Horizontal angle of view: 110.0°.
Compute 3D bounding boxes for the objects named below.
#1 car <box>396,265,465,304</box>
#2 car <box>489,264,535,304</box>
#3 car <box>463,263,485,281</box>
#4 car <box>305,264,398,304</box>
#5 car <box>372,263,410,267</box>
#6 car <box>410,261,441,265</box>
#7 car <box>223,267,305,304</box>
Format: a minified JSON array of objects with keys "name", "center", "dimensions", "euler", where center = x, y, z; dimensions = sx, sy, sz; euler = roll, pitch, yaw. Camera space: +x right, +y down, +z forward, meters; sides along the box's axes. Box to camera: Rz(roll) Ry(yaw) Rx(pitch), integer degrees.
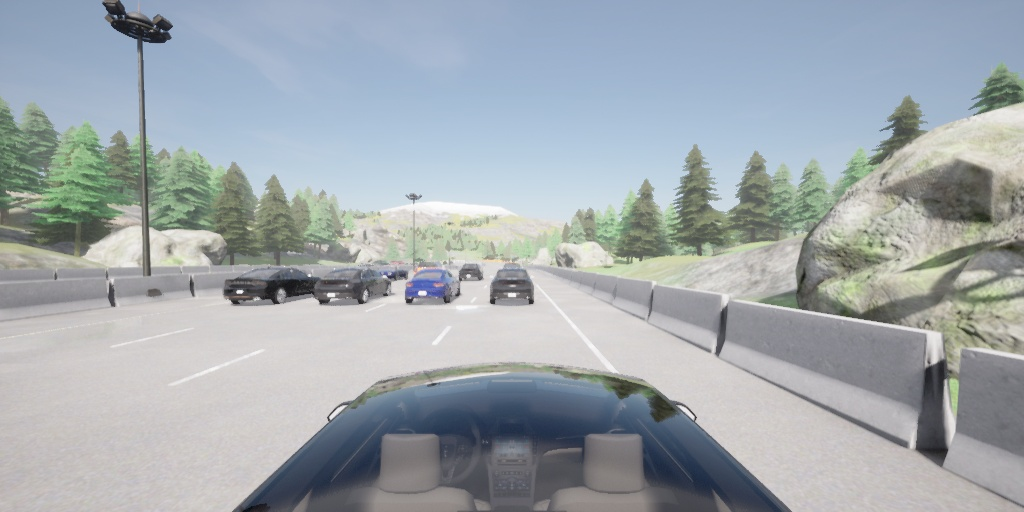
[{"name":"car","center":[-3.500,1.293,16.305],"dimensions":[1.812,1.442,4.674],"euler":[0,0,0]},{"name":"car","center":[0.000,1.277,16.304],"dimensions":[1.837,1.490,4.892],"euler":[0,0,0]},{"name":"car","center":[-3.500,1.381,31.318],"dimensions":[1.837,1.490,4.892],"euler":[0,-1,0]},{"name":"car","center":[-7.000,1.276,16.304],"dimensions":[1.837,1.490,4.892],"euler":[0,0,0]},{"name":"car","center":[-10.500,1.480,31.347],"dimensions":[1.895,1.301,4.718],"euler":[0,-1,0]},{"name":"car","center":[-7.000,1.230,31.289],"dimensions":[2.097,1.767,4.553],"euler":[0,-1,0]},{"name":"car","center":[-10.500,1.244,16.305],"dimensions":[1.882,1.535,5.008],"euler":[0,0,0]}]
